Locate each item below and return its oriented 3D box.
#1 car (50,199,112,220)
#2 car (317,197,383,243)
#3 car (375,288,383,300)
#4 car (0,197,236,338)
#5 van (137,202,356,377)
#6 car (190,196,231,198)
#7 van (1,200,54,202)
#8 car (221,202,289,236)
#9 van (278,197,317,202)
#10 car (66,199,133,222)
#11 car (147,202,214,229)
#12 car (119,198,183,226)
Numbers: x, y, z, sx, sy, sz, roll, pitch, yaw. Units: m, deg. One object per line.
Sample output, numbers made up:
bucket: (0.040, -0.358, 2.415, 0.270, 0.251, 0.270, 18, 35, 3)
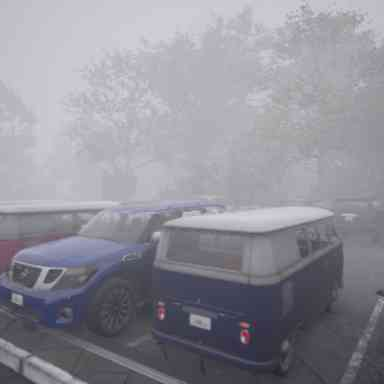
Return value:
car: (-9.720, 1.473, 29.523, 2.231, 1.521, 4.892, 0, 0, 35)
car: (8.395, 1.262, 16.678, 2.435, 2.045, 5.566, 0, 0, 35)
car: (3.575, 1.513, 4.031, 2.231, 1.521, 4.892, 0, 0, 35)
car: (-1.017, 1.257, 7.251, 2.435, 2.045, 5.566, 0, 0, 35)
van: (1.350, 1.287, 5.747, 1.878, 1.987, 4.442, 0, 0, 35)
car: (1.607, 1.246, 21.502, 2.435, 2.045, 5.566, 0, 0, 35)
van: (-3.219, 1.277, 8.993, 1.878, 1.987, 4.442, 0, 0, 35)
car: (3.961, 1.500, 20.022, 1.946, 1.575, 5.366, 0, 0, 35)
van: (6.183, 1.282, 18.359, 1.878, 1.987, 4.442, 0, 0, 35)
car: (-7.567, 1.474, 27.759, 1.946, 1.575, 5.366, 0, 0, 35)
car: (-0.689, 1.522, 23.063, 2.163, 1.488, 4.792, 0, 0, 35)
car: (-2.918, 1.362, 24.720, 2.185, 1.767, 4.553, 0, 0, 35)
